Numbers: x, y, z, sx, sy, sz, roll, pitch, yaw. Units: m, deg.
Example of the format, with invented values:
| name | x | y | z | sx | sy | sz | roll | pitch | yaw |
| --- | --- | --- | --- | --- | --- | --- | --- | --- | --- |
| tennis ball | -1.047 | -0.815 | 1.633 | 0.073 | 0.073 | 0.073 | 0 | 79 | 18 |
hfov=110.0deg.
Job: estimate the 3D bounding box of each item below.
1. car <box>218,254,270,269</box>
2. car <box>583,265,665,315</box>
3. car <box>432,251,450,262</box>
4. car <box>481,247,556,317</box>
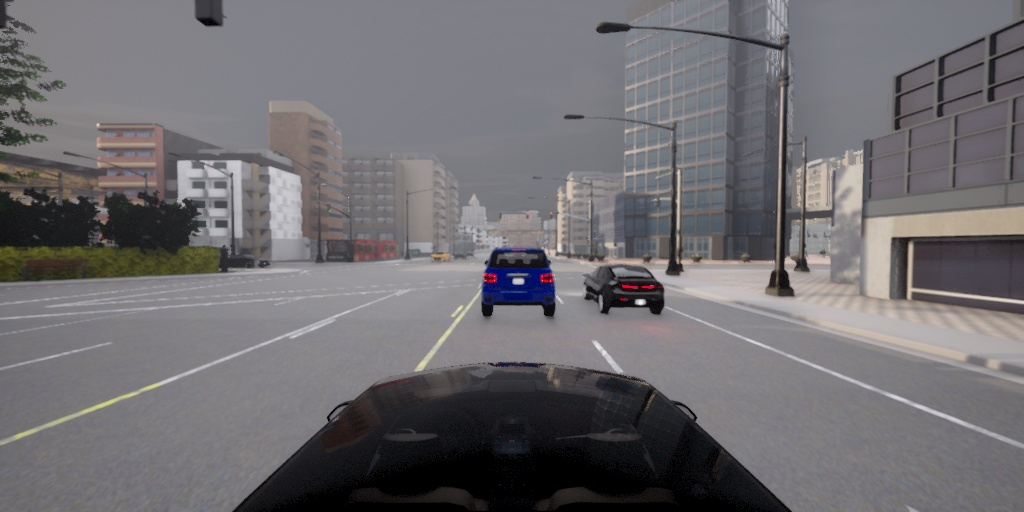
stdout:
| name | x | y | z | sx | sy | sz | roll | pitch | yaw |
| --- | --- | --- | --- | --- | --- | --- | --- | --- | --- |
| car | -25.296 | 0.510 | 33.819 | 4.181 | 1.385 | 1.994 | 0 | 2 | 1 |
| car | 3.720 | 1.030 | 12.619 | 1.837 | 1.490 | 4.892 | 0 | 1 | 1 |
| car | -10.044 | 0.031 | 50.913 | 1.882 | 1.535 | 5.008 | 0 | 2 | 1 |
| car | 0.206 | 0.749 | 12.277 | 2.150 | 2.045 | 5.566 | 0 | 0 | 1 |
